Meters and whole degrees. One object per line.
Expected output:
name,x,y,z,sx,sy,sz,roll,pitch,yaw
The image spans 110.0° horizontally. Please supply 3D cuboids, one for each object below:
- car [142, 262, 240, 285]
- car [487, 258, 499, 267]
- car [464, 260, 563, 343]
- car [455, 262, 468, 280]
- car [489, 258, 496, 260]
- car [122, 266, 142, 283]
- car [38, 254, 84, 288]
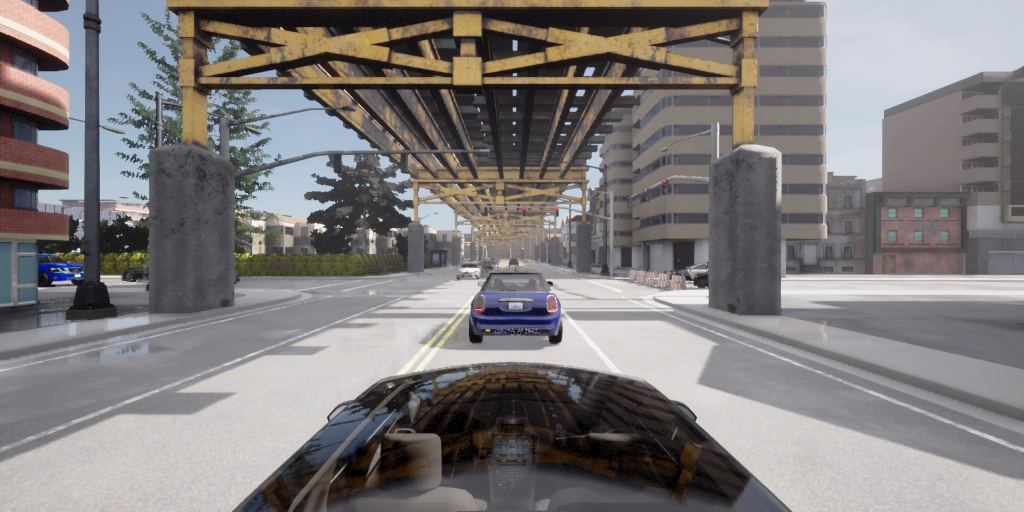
car,-19.795,1.207,22.481,4.674,1.442,1.812,0,0,0
car,-3.311,1.163,63.434,1.837,1.490,4.892,0,0,0
car,0.100,1.093,9.833,2.097,1.767,4.553,0,0,1
car,-3.514,1.232,30.163,1.812,1.442,4.674,0,0,0
car,-3.453,1.210,46.901,1.812,1.442,4.674,0,0,0
car,-25.469,1.016,26.195,4.553,1.767,2.097,0,0,1
car,-30.030,0.881,22.539,5.566,2.045,2.150,0,0,0
